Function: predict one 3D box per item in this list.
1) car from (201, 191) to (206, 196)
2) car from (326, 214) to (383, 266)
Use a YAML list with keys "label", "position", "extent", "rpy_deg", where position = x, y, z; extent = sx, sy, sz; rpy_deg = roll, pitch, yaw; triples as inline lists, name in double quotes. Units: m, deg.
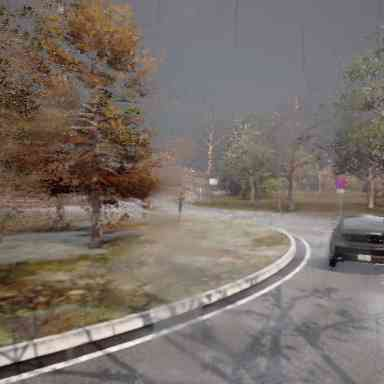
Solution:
- label: "car"
  position: [2.440, 0.456, 93.361]
  extent: [1.994, 1.385, 4.181]
  rpy_deg: [0, 1, 12]
- label: "car"
  position: [5.641, 1.509, 11.106]
  extent: [1.837, 1.490, 4.892]
  rpy_deg: [1, 1, 25]
